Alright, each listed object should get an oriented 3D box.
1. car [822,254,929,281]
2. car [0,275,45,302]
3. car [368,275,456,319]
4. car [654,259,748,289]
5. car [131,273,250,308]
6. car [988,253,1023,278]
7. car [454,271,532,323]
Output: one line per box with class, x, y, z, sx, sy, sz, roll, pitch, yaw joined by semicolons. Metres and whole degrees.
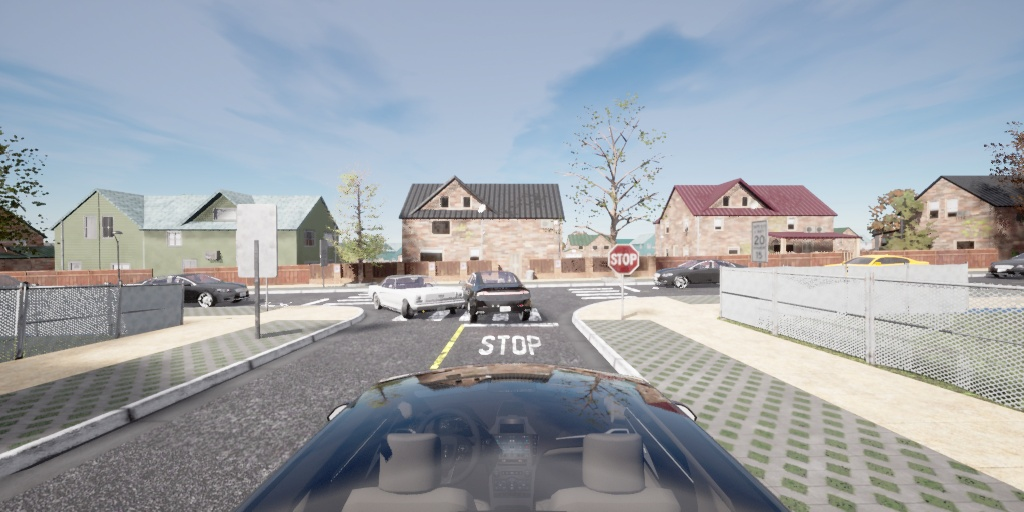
car;19.756;0.691;19.669;5.008;1.535;1.882;-1;1;-1
car;-24.244;1.648;16.528;4.553;1.767;2.097;-1;1;0
car;-3.605;1.368;13.078;1.895;1.301;4.718;0;0;-38
car;10.326;0.926;19.630;4.902;1.511;2.128;-1;1;0
car;-14.906;1.567;16.571;4.902;1.511;2.128;-1;1;0
car;29.380;0.479;19.707;4.902;1.511;2.128;-1;1;0
car;-0.690;1.243;12.219;2.128;1.511;4.902;0;0;-12
